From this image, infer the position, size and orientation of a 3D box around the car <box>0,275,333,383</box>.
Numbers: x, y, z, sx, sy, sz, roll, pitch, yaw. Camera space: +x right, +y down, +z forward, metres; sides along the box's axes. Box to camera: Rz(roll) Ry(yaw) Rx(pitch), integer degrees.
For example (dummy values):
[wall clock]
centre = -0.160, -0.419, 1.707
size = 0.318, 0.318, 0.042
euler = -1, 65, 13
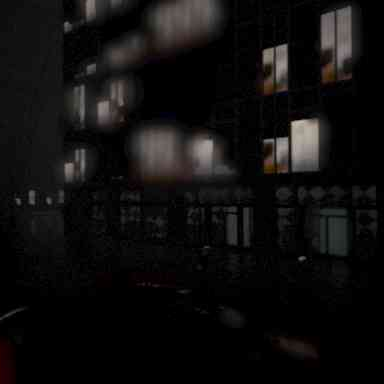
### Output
[car]
centre = -0.946, 1.569, 3.395
size = 4.507, 1.381, 1.887
euler = -1, 0, 36

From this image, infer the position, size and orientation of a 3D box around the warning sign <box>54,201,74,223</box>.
[warning sign]
centre = -11.014, 1.694, 28.632
size = 1.300, 1.860, 1.060
euler = 1, 0, 33
